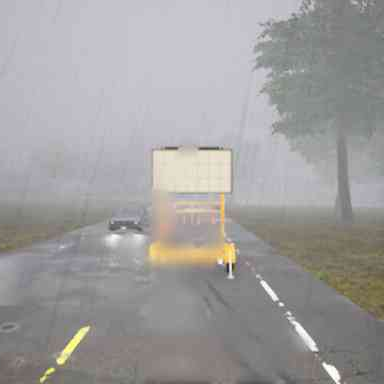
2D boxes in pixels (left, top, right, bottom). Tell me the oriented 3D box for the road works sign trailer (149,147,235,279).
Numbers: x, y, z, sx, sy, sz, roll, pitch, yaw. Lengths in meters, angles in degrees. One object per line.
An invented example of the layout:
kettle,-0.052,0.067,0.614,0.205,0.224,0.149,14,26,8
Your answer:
road works sign trailer,0.002,0.450,10.015,2.380,3.560,2.880,0,0,0

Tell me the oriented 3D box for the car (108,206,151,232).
car,-3.631,1.541,20.275,2.033,1.411,5.357,0,0,0

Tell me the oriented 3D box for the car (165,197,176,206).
car,-3.970,1.697,61.794,1.882,1.535,5.008,0,-1,0
